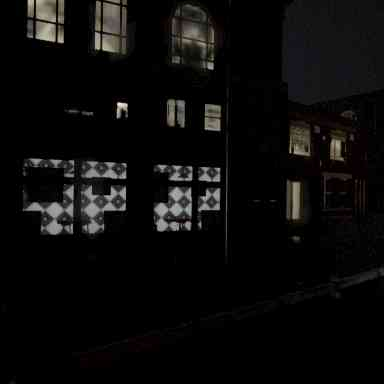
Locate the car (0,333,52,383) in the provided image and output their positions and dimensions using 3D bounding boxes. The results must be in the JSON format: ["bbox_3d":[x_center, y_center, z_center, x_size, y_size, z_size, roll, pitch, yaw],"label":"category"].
[{"bbox_3d":[-2.976,1.504,1.012,4.892,1.490,1.837,0,0,-35],"label":"car"}]
